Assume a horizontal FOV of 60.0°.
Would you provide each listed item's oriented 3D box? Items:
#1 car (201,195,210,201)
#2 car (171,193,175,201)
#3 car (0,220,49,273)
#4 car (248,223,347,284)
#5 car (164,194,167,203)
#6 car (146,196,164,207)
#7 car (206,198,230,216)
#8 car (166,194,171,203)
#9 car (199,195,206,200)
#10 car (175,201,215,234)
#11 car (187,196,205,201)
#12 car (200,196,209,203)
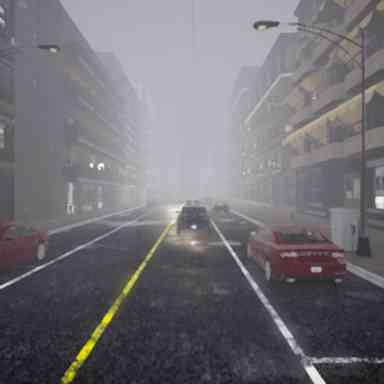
[{"bbox_3d":[2.702,1.504,54.684,1.752,1.417,4.829,0,0,0],"label":"car"},{"bbox_3d":[-5.675,1.282,77.066,2.192,1.841,5.009,0,0,0],"label":"car"},{"bbox_3d":[-5.687,1.541,9.431,1.887,1.381,4.507,0,0,0],"label":"car"},{"bbox_3d":[2.693,1.542,9.425,1.887,1.381,4.507,0,0,0],"label":"car"},{"bbox_3d":[-5.680,1.529,54.520,2.008,1.369,4.403,0,0,0],"label":"car"},{"bbox_3d":[-5.680,1.532,48.883,2.008,1.369,4.403,0,0,0],"label":"car"},{"bbox_3d":[2.698,1.540,31.969,2.008,1.369,4.403,0,0,0],"label":"car"},{"bbox_3d":[-5.678,1.517,65.793,1.887,1.381,4.507,0,0,0],"label":"car"},{"bbox_3d":[2.707,1.545,88.332,1.802,1.307,4.206,0,0,0],"label":"car"},{"bbox_3d":[0.103,1.499,19.252,1.837,1.490,4.892,0,0,0],"label":"car"},{"bbox_3d":[0.107,1.534,37.563,2.033,1.411,5.357,0,0,0],"label":"car"},{"bbox_3d":[2.704,1.553,71.423,1.802,1.307,4.206,0,0,0],"label":"car"}]
